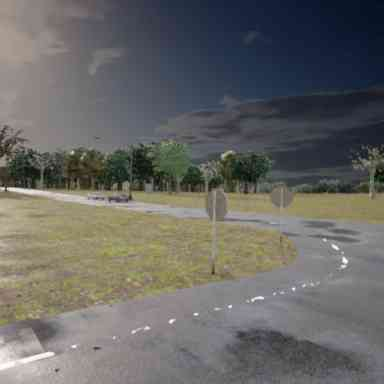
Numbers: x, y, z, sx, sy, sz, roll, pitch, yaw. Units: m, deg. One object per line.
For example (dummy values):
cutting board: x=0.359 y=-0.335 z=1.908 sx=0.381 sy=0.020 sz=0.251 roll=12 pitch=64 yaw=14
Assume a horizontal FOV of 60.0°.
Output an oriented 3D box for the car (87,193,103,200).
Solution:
car: x=-17.267 y=0.763 z=59.719 sx=1.895 sy=1.301 sz=4.718 roll=2 pitch=0 yaw=-35

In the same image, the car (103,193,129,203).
car: x=-11.466 y=0.848 z=51.534 sx=2.128 sy=1.511 sz=4.902 roll=2 pitch=0 yaw=-35
